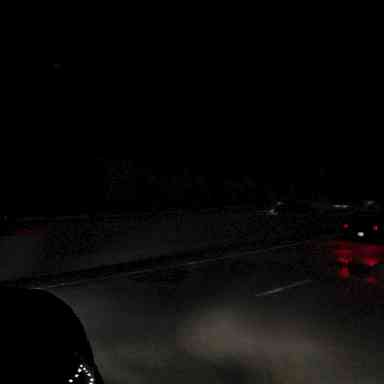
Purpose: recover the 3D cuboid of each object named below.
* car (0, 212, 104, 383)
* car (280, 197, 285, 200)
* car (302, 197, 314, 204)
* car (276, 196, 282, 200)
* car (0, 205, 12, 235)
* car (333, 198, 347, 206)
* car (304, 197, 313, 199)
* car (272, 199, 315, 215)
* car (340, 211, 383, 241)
[{"bbox_3d":[-3.210,1.218,1.475,5.566,2.045,2.150,0,0,-35],"label":"car"},{"bbox_3d":[14.540,1.764,48.283,1.895,1.301,4.718,0,0,26],"label":"car"},{"bbox_3d":[26.459,1.879,75.965,1.994,1.385,4.181,0,0,9],"label":"car"},{"bbox_3d":[23.494,1.914,87.799,1.812,1.442,4.674,0,0,0],"label":"car"},{"bbox_3d":[-12.081,1.505,17.018,4.892,1.490,1.837,0,0,-36],"label":"car"},{"bbox_3d":[27.143,1.770,61.244,2.033,1.411,5.357,0,0,16],"label":"car"},{"bbox_3d":[12.820,1.630,38.227,1.812,1.442,4.674,0,0,32],"label":"car"},{"bbox_3d":[7.920,1.549,25.877,1.837,1.490,4.892,0,0,40],"label":"car"},{"bbox_3d":[9.254,1.621,16.711,1.895,1.301,4.718,0,0,45],"label":"car"}]
